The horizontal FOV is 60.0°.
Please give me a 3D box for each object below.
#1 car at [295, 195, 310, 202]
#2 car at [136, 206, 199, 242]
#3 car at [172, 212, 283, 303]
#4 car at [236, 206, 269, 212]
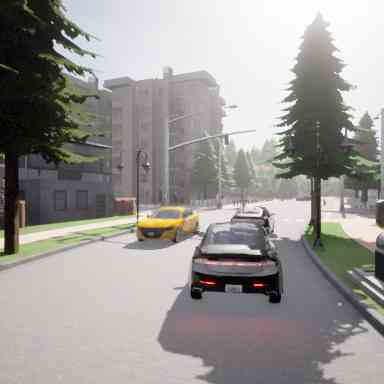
[{"bbox_3d":[26.516,1.512,80.005,1.882,1.535,5.008,0,0,45],"label":"car"},{"bbox_3d":[-1.002,1.477,16.208,1.882,1.535,5.008,0,0,16],"label":"car"},{"bbox_3d":[1.104,1.492,8.277,2.128,1.511,4.902,0,0,9],"label":"car"},{"bbox_3d":[3.230,1.492,17.384,2.128,1.511,4.902,0,0,18],"label":"car"}]
